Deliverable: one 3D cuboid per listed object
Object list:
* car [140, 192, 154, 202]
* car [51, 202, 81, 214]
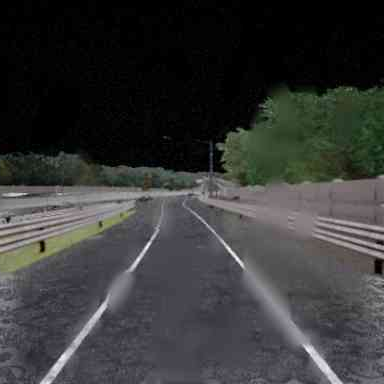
[{"bbox_3d":[-9.438,1.336,70.431,1.837,1.490,4.892,0,1,11],"label":"car"},{"bbox_3d":[-15.359,1.982,40.923,1.837,1.490,4.892,0,2,11],"label":"car"}]
